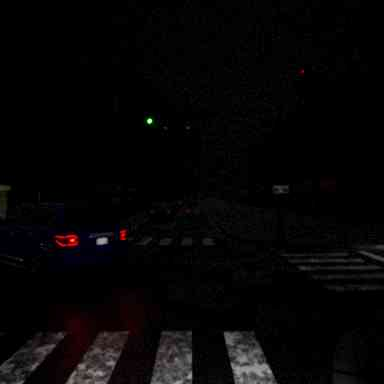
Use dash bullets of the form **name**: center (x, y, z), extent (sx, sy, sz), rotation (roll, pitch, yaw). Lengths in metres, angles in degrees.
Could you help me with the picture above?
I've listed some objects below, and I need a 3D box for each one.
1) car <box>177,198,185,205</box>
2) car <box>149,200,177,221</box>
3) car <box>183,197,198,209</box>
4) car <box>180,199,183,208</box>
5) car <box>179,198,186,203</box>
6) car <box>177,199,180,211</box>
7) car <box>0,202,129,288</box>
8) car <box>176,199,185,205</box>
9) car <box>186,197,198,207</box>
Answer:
- **car**: center (-2.619, 2.284, 80.481), extent (1.887, 1.381, 4.507), rotation (0, -1, 0)
- **car**: center (-2.632, 1.652, 29.287), extent (1.967, 1.590, 4.097), rotation (0, 0, 0)
- **car**: center (0.017, 1.914, 53.394), extent (1.882, 1.535, 5.008), rotation (0, -1, 0)
- **car**: center (-2.628, 1.948, 46.351), extent (1.802, 1.307, 4.206), rotation (0, -1, 0)
- **car**: center (-2.616, 2.446, 91.858), extent (1.947, 1.339, 4.313), rotation (-1, -1, 0)
- **car**: center (-2.630, 1.701, 34.975), extent (1.967, 1.590, 4.097), rotation (0, 0, 0)
- **car**: center (-4.189, 1.307, 9.791), extent (5.566, 2.045, 2.150), rotation (-1, -1, 41)
- **car**: center (-2.620, 2.217, 74.793), extent (1.887, 1.381, 4.507), rotation (0, -1, 0)
- **car**: center (0.020, 1.899, 63.785), extent (2.097, 1.767, 4.553), rotation (0, -1, 0)
